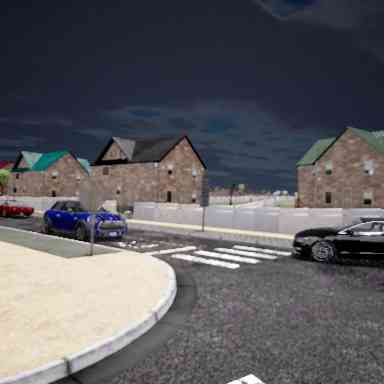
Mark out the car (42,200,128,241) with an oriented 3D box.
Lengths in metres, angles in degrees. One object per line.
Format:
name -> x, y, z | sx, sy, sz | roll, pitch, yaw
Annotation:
car -> -5.014, 1.178, 15.511 | 4.553, 1.767, 2.097 | 0, -2, 40

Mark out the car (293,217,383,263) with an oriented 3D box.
car -> 5.872, 1.586, 10.900 | 4.902, 1.511, 2.128 | 0, -1, 20

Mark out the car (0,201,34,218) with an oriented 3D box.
car -> -15.198, 1.407, 27.840 | 4.718, 1.301, 1.895 | 1, -2, 40
